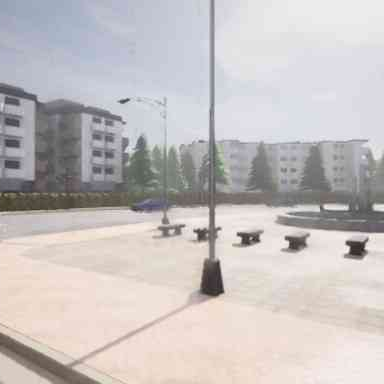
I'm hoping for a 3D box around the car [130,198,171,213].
[{"bbox_3d":[-4.514,1.437,36.734,1.882,1.535,5.008,0,0,44],"label":"car"}]

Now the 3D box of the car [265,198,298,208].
[{"bbox_3d":[13.020,1.573,48.634,4.718,1.301,1.895,0,0,-20],"label":"car"}]
